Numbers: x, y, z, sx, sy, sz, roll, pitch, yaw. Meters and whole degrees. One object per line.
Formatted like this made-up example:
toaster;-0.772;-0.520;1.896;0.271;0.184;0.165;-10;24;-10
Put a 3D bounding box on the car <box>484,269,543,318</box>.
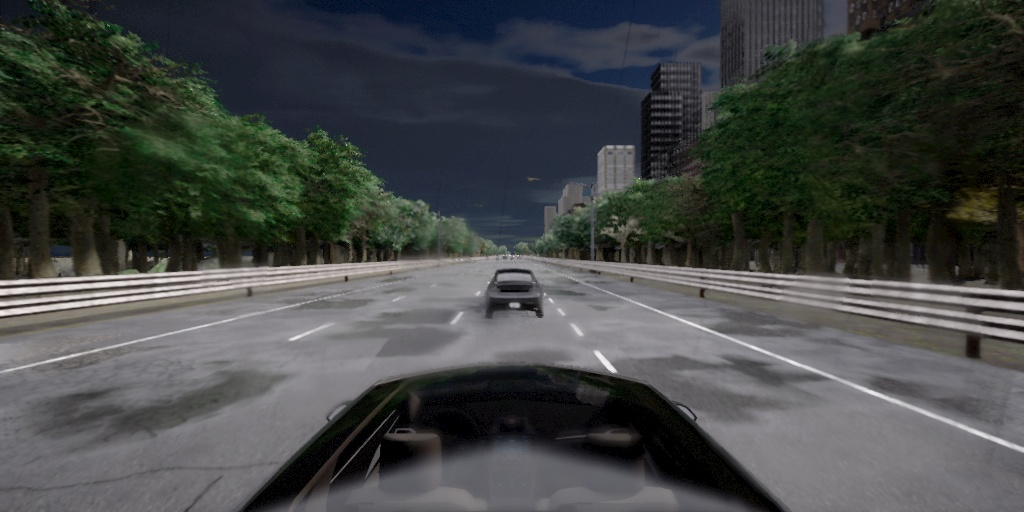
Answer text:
car;0.065;1.198;13.015;1.837;1.490;4.892;0;0;-1
